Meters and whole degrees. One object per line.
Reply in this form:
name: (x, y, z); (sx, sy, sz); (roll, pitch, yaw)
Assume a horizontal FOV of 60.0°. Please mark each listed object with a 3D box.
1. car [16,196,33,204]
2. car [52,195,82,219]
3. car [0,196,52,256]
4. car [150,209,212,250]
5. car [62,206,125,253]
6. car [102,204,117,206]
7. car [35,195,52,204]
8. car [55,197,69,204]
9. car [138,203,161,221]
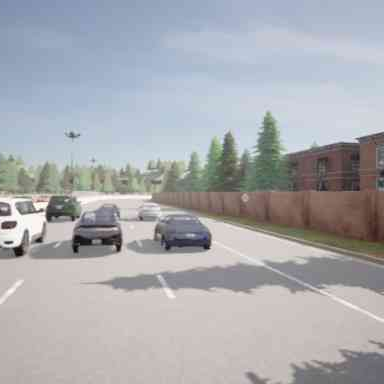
car: (-32.857, 1.553, 65.331); (1.837, 1.490, 4.892); (1, 0, -12)
car: (-10.474, 1.285, 27.478); (2.150, 2.045, 5.566); (1, 0, -12)
car: (-7.247, 1.220, 12.978); (2.150, 2.045, 5.566); (1, 0, -13)
car: (-0.513, 1.668, 14.919); (1.994, 1.385, 4.181); (1, 0, -13)
car: (-3.909, 1.547, 14.075); (2.128, 1.511, 4.902); (1, 0, -13)
car: (-7.107, 1.683, 28.461); (1.994, 1.385, 4.181); (1, 0, -12)
car: (-29.439, 1.457, 66.090); (2.097, 1.767, 4.553); (1, 0, -12)
car: (-26.012, 1.703, 66.788); (1.994, 1.385, 4.181); (1, 0, -12)
car: (-3.702, 1.694, 29.283); (1.812, 1.442, 4.674); (1, 0, -12)
